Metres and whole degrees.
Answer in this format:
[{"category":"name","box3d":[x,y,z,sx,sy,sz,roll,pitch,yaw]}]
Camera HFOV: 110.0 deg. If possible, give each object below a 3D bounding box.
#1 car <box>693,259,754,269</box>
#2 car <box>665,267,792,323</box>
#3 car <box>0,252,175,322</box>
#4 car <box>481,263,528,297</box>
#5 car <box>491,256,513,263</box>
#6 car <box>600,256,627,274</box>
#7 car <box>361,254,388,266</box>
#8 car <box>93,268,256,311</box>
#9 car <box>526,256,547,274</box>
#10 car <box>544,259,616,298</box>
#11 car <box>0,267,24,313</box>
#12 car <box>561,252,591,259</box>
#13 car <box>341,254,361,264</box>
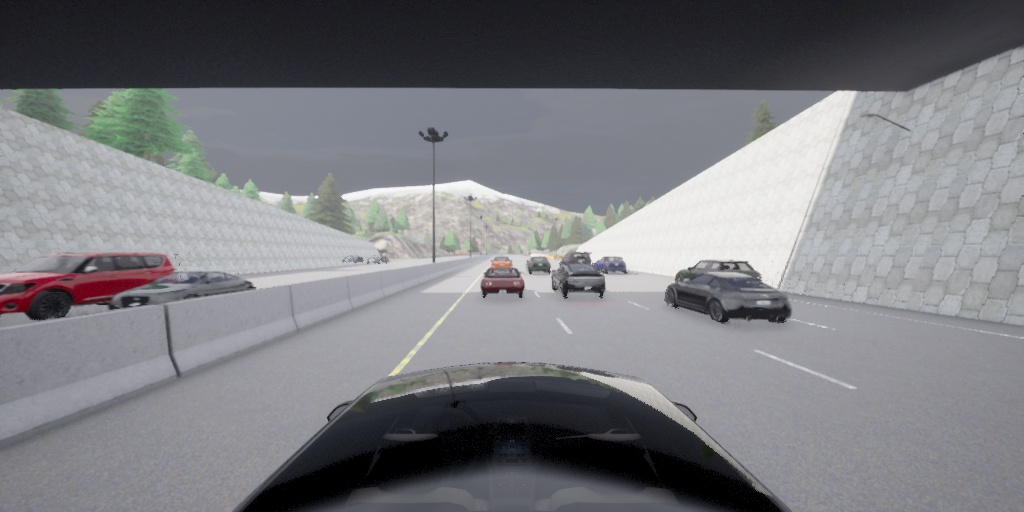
[{"category":"car","box3d":[10.034,0.942,17.785,2.097,1.767,4.553,0,1,-2]},{"category":"car","box3d":[6.721,1.215,11.666,1.994,1.385,4.181,0,1,-2]},{"category":"car","box3d":[-14.505,0.881,12.187,2.150,2.045,5.566,0,1,-2]},{"category":"car","box3d":[-0.462,1.200,17.490,1.895,1.301,4.718,0,1,-2]},{"category":"car","box3d":[-0.995,0.790,34.655,2.097,1.767,4.553,0,1,-2]},{"category":"car","box3d":[9.501,0.780,34.951,2.097,1.767,4.553,0,1,-2]},{"category":"car","box3d":[-19.114,0.471,51.077,2.128,1.511,4.902,0,1,-2]},{"category":"car","box3d":[-11.009,1.219,12.401,1.994,1.385,4.181,0,1,-2]},{"category":"car","box3d":[2.503,0.786,34.764,2.097,1.767,4.553,0,1,-2]},{"category":"car","box3d":[3.049,1.092,17.188,2.128,1.511,4.902,0,1,-2]},{"category":"car","box3d":[-17.939,1.160,10.006,1.882,1.535,5.008,0,1,-2]},{"category":"car","box3d":[6.027,0.654,34.073,2.150,2.045,5.566,0,0,-2]},{"category":"car","box3d":[-22.613,0.462,50.968,1.994,1.385,4.181,0,1,-2]}]
